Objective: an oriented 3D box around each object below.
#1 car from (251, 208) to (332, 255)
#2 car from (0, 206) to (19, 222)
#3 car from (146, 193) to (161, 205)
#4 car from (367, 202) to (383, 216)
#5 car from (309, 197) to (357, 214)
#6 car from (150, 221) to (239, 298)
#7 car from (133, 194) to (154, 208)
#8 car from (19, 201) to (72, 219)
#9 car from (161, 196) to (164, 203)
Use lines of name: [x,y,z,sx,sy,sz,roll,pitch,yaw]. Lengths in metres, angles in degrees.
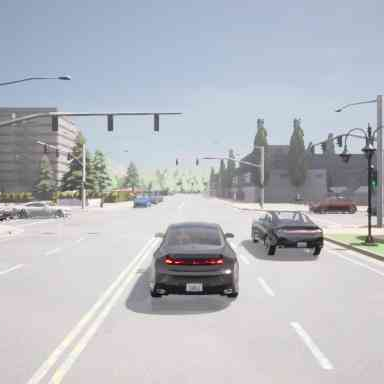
car: [3.582,1.491,13.210,2.128,1.511,4.902,0,0,0]
car: [-16.109,1.547,24.409,5.357,1.411,2.033,0,0,0]
car: [-7.088,1.477,58.104,1.882,1.535,5.008,0,0,0]
car: [19.083,1.505,31.293,4.892,1.490,1.837,0,0,-1]
car: [14.643,1.352,34.743,4.553,1.767,2.097,0,0,-1]
car: [0.061,1.505,8.530,1.837,1.490,4.892,0,0,0]
car: [-7.137,1.477,47.898,1.882,1.535,5.008,0,0,1]
car: [-12.708,1.526,28.286,4.674,1.442,1.812,0,0,-6]
car: [-7.009,1.525,69.865,2.128,1.511,4.902,0,0,0]
